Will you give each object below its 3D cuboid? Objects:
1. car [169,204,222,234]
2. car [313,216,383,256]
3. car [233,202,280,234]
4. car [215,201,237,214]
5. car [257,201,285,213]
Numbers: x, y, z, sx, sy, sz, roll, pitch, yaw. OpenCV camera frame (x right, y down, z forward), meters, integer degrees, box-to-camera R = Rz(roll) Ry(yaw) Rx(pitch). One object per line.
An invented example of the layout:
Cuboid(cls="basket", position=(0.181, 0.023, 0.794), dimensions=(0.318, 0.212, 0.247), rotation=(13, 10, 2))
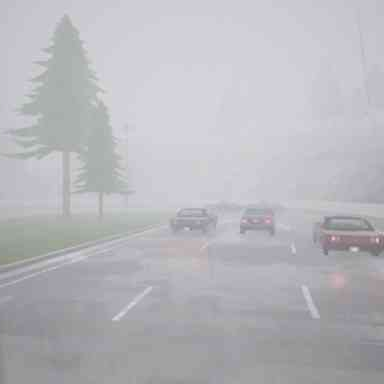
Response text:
Cuboid(cls="car", position=(0.262, 1.589, 19.287), dimensions=(1.895, 1.301, 4.718), rotation=(0, 0, 14))
Cuboid(cls="car", position=(5.907, 1.593, 13.103), dimensions=(1.895, 1.301, 4.718), rotation=(0, 0, 14))
Cuboid(cls="car", position=(3.861, 1.535, 19.198), dimensions=(2.033, 1.411, 5.357), rotation=(0, 0, 14))
Cuboid(cls="car", position=(3.214, 1.580, 35.033), dimensions=(1.895, 1.301, 4.718), rotation=(0, 0, -34))
Cuboid(cls="car", position=(7.391, 1.580, 34.432), dimensions=(1.895, 1.301, 4.718), rotation=(0, 0, -24))
